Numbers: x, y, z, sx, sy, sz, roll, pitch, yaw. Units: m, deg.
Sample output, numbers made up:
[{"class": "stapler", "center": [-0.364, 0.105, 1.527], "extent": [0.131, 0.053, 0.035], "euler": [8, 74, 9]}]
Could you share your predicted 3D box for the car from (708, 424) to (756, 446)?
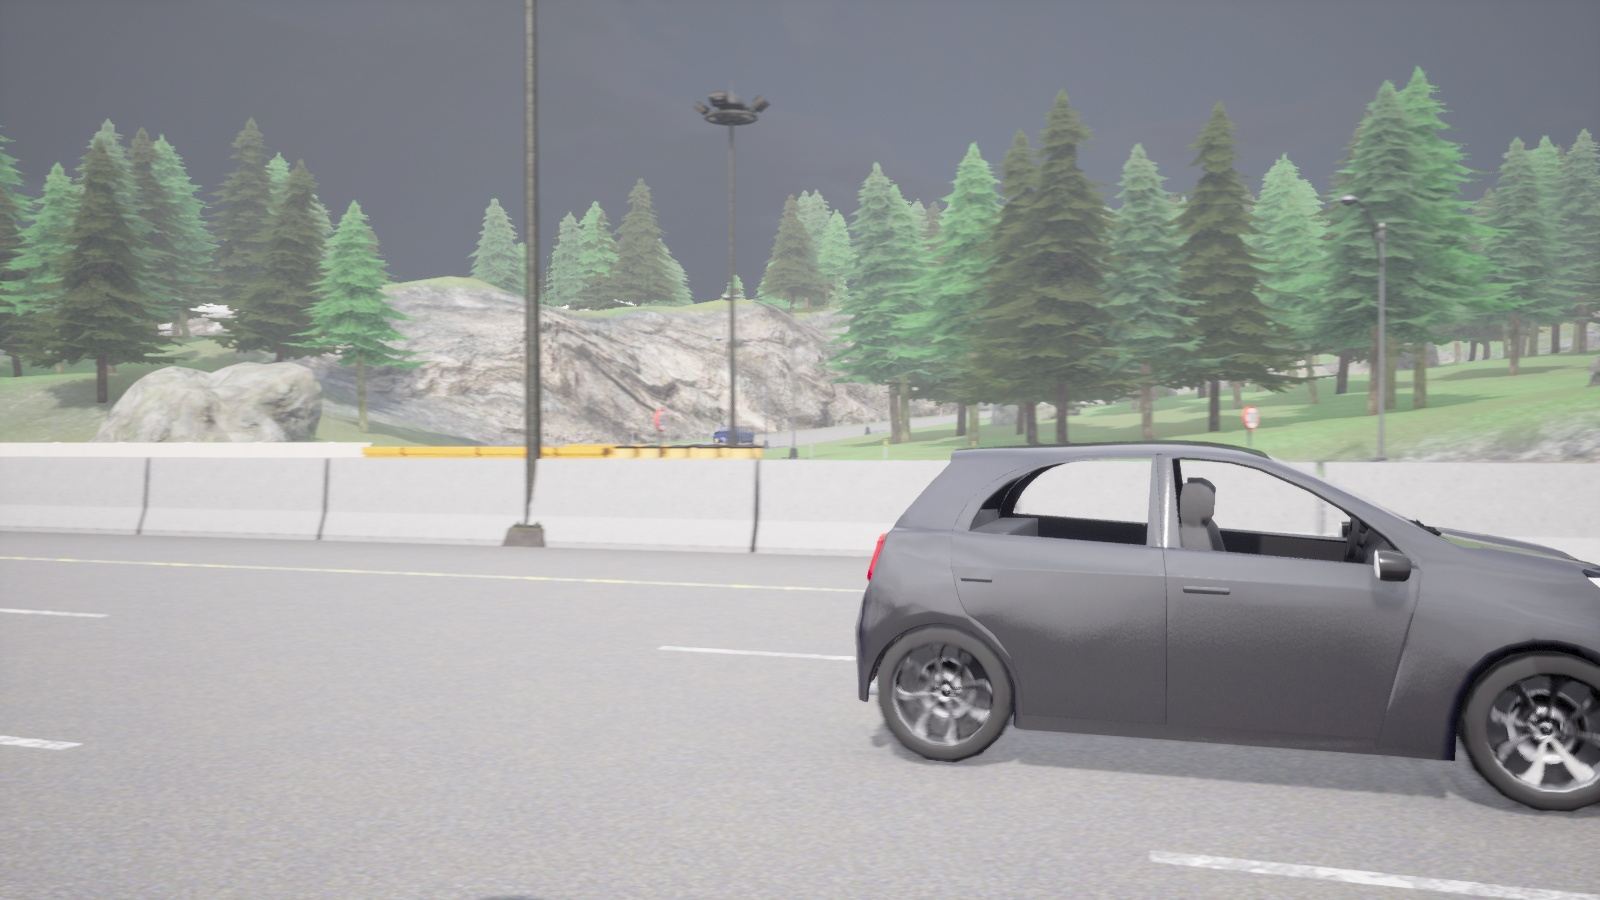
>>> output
[{"class": "car", "center": [-5.048, -1.153, 94.297], "extent": [1.882, 1.535, 5.008], "euler": [0, 3, 18]}]

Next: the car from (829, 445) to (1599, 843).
[{"class": "car", "center": [2.153, 0.750, 6.161], "extent": [3.633, 1.501, 1.845], "euler": [1, 1, 19]}]
